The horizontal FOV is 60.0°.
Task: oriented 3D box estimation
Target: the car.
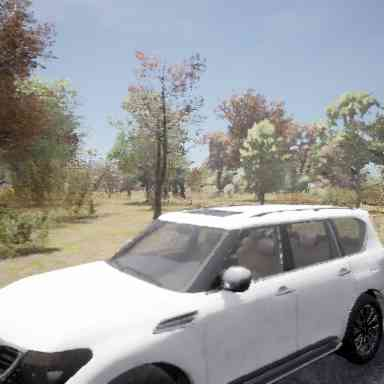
[{"bbox_3d":[0.422,1.222,4.295,5.566,2.045,2.150,0,0,-35],"label":"car"}]
